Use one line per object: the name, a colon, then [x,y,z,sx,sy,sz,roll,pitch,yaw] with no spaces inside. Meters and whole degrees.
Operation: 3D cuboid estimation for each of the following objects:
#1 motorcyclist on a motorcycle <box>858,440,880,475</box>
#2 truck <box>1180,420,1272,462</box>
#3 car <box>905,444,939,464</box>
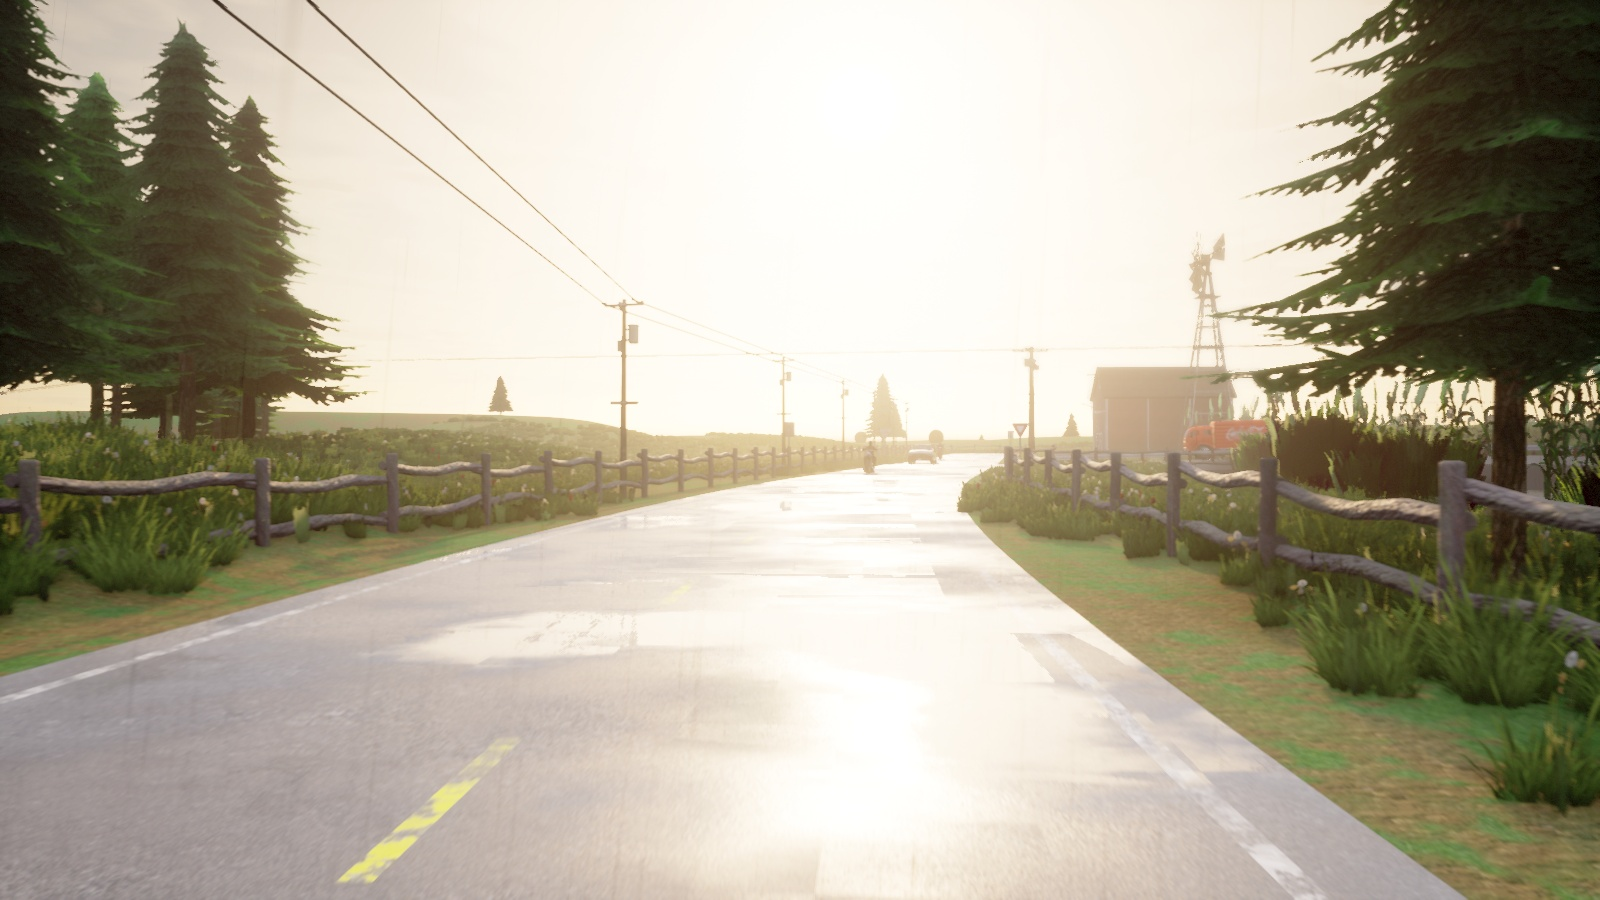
motorcyclist on a motorcycle: [3.376,0.355,61.172,0.766,1.649,2.350,0,1,10]
truck: [27.217,-0.579,80.361,5.204,2.467,2.627,-2,0,12]
car: [8.892,0.288,91.072,2.033,1.411,5.357,0,0,10]
